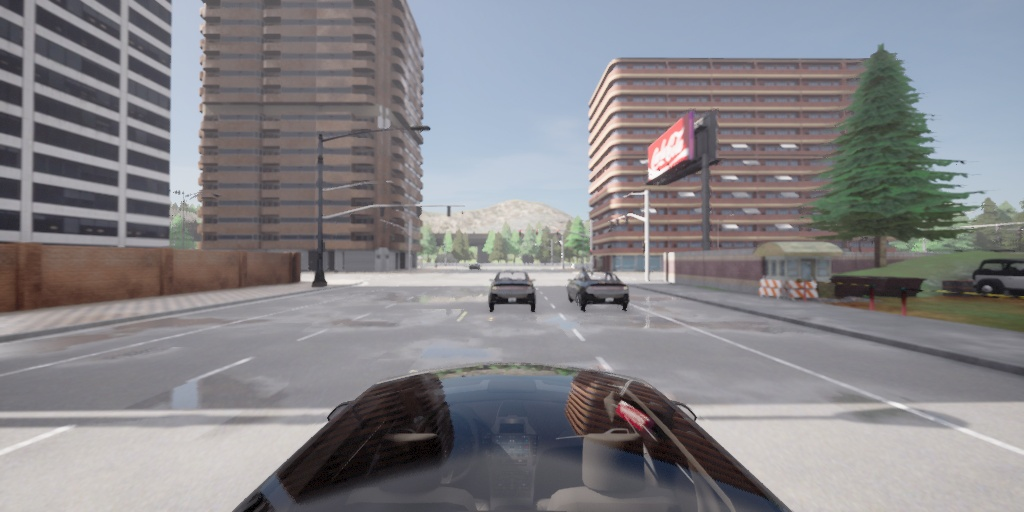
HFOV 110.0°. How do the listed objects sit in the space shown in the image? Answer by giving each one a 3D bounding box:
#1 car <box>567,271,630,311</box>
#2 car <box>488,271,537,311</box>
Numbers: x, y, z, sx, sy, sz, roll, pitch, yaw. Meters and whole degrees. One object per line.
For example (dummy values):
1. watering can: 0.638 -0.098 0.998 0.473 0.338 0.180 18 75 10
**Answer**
1. car: 3.523 1.391 15.337 2.128 1.511 4.902 0 0 0
2. car: 0.023 1.391 15.341 2.128 1.511 4.902 0 0 0
